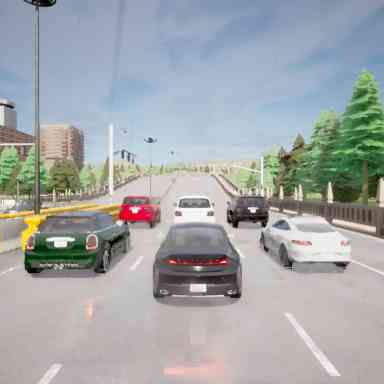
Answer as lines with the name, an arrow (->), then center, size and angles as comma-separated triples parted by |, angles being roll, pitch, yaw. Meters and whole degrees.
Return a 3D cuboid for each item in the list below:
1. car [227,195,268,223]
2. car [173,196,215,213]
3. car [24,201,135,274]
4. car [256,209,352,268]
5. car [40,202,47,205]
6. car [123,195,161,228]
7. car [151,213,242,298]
car -> 3.626, 1.222, 22.386 | 2.150, 2.045, 5.566 | 0, 0, 0
car -> 0.122, 1.221, 18.785 | 2.150, 2.045, 5.566 | 0, 0, 0
car -> -3.387, 1.355, 10.704 | 2.097, 1.767, 4.553 | 0, 0, 0
car -> 3.610, 1.525, 11.145 | 1.812, 1.442, 4.674 | 0, 0, 0
car -> -10.523, 1.601, 23.385 | 1.895, 1.301, 4.718 | 0, 0, 1
car -> -3.377, 1.222, 22.366 | 2.150, 2.045, 5.566 | 0, 0, 0
car -> 0.112, 1.505, 8.489 | 1.837, 1.490, 4.892 | 0, 0, 0
